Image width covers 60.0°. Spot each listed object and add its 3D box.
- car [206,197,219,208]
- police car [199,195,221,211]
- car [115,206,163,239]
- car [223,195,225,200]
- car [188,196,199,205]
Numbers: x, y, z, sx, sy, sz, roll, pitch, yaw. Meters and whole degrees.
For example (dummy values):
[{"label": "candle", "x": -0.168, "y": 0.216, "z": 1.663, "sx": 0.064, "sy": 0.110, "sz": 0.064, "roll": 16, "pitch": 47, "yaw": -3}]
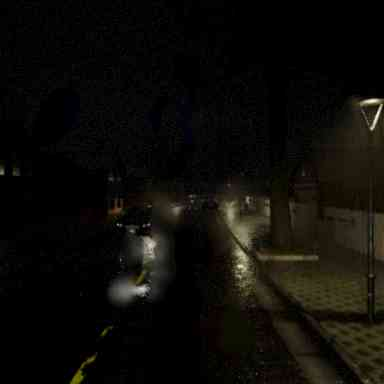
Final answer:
[{"label": "car", "x": 3.086, "y": 1.526, "z": 50.324, "sx": 1.812, "sy": 1.442, "sz": 4.674, "roll": 0, "pitch": 0, "yaw": 5}, {"label": "police car", "x": 2.246, "y": 1.423, "z": 40.514, "sx": 1.930, "sy": 1.638, "sz": 5.238, "roll": 0, "pitch": 0, "yaw": 4}, {"label": "car", "x": -2.610, "y": 1.490, "z": 17.267, "sx": 2.128, "sy": 1.511, "sz": 4.902, "roll": 0, "pitch": 0, "yaw": 2}, {"label": "car", "x": 8.166, "y": 1.508, "z": 93.076, "sx": 1.895, "sy": 1.301, "sz": 4.718, "roll": 0, "pitch": 0, "yaw": 11}, {"label": "car", "x": 0.376, "y": 1.499, "z": 59.116, "sx": 2.128, "sy": 1.511, "sz": 4.902, "roll": 0, "pitch": 0, "yaw": 7}]
